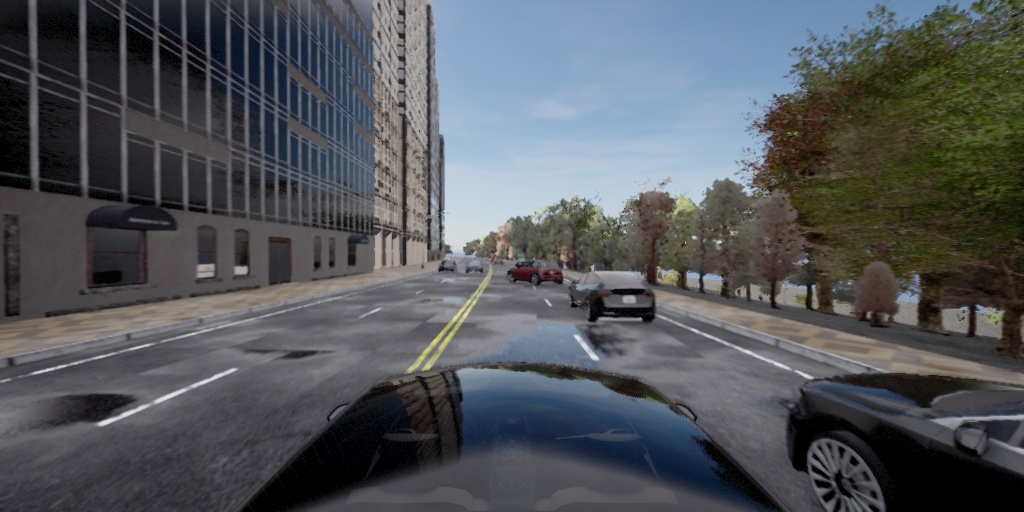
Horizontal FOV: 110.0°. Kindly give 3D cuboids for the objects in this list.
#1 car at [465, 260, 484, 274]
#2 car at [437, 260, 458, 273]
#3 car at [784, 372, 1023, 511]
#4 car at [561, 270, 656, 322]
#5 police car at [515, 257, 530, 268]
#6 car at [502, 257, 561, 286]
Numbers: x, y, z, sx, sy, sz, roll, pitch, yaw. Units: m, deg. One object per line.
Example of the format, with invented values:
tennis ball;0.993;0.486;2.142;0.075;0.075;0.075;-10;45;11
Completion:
car;-4.137;1.198;39.903;1.812;1.442;4.674;0;0;-2
car;-7.472;1.176;41.828;1.837;1.490;4.892;0;1;-2
car;3.257;1.239;1.090;2.128;1.511;4.902;0;0;0
car;3.191;1.230;12.177;2.163;1.488;4.792;0;0;-1
police car;1.639;1.046;56.452;1.930;1.638;5.238;0;0;-3
car;1.496;1.052;25.120;2.097;1.767;4.553;0;0;-31
